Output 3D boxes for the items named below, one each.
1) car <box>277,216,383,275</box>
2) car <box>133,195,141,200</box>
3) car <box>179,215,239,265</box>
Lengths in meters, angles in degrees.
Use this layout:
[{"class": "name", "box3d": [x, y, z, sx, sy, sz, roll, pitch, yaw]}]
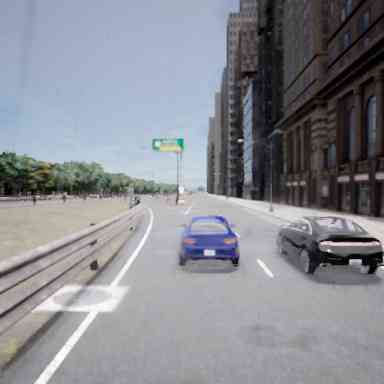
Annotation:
[{"class": "car", "box3d": [4.031, 1.497, 10.489, 2.128, 1.511, 4.902, 0, 0, 2]}, {"class": "car", "box3d": [-13.723, 1.357, 82.855, 1.812, 1.442, 4.674, 0, 0, -14]}, {"class": "car", "box3d": [0.562, 1.534, 11.578, 1.812, 1.442, 4.674, 0, 0, 2]}]
